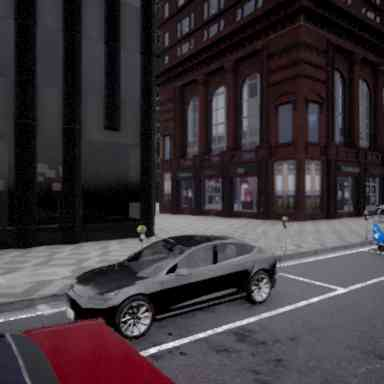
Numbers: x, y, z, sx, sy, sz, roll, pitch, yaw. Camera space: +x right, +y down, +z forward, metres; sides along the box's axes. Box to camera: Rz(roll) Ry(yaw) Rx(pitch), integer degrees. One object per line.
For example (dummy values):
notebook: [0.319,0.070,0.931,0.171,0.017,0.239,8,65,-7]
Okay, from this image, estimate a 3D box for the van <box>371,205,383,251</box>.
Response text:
van: [8.479,1.332,12.700,3.998,1.788,1.690,0,0,-36]

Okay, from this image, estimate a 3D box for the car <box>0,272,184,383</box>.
car: [-2.374,1.601,1.682,4.718,1.301,1.895,0,0,-36]

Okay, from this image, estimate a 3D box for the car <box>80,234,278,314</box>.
car: [-0.150,1.561,6.541,4.313,1.339,1.947,0,0,-36]
